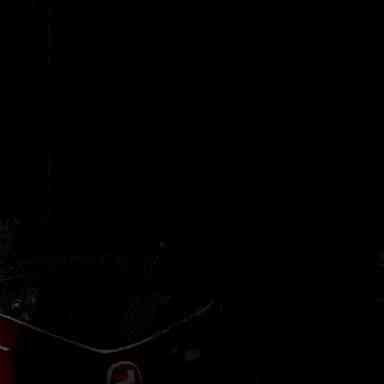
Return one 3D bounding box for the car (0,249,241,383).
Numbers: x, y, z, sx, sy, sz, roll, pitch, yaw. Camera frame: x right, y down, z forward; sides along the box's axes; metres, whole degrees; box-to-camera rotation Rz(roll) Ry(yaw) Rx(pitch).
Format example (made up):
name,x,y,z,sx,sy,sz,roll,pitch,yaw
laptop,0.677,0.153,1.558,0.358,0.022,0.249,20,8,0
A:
name,x,y,z,sx,sy,sz,roll,pitch,yaw
car,-1.584,1.423,3.976,4.097,1.590,1.967,0,0,36
